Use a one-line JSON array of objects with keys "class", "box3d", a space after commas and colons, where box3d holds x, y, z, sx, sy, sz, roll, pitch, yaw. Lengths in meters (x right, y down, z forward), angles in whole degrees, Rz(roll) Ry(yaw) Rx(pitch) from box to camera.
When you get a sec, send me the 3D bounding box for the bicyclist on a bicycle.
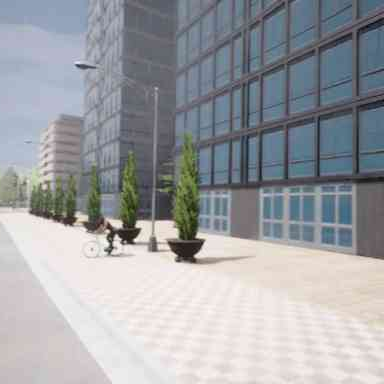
[{"class": "bicyclist on a bicycle", "box3d": [-3.432, 1.768, 13.056, 1.656, 1.620, 0.582, 2, -3, -32]}]
